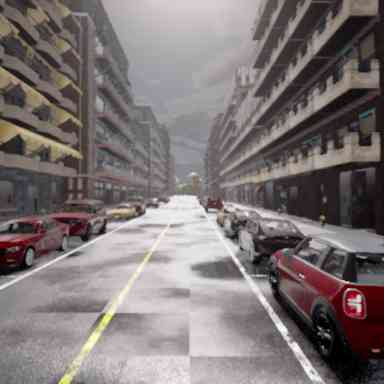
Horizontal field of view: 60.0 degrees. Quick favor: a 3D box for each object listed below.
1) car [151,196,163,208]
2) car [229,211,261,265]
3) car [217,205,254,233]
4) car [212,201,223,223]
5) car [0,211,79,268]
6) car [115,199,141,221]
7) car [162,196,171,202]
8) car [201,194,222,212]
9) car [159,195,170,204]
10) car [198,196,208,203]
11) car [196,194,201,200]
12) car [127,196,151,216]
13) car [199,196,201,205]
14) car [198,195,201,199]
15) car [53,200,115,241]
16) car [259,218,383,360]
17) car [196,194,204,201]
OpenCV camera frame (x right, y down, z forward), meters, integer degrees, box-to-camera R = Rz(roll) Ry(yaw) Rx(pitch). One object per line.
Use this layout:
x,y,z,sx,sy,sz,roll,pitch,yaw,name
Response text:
-5.906,1.667,50.483,1.947,1.339,4.313,1,0,0,car
2.654,1.559,11.513,2.008,1.369,4.403,1,0,0,car
2.629,1.567,17.081,2.008,1.369,4.403,1,0,0,car
2.603,1.551,22.819,1.752,1.417,4.829,1,0,0,car
-5.726,1.581,11.508,1.887,1.381,4.507,1,0,0,car
-5.802,1.587,28.041,1.752,1.417,4.829,1,0,0,car
-6.035,1.735,78.322,1.802,1.307,4.206,1,0,0,car
2.528,1.368,39.353,2.192,1.841,5.009,1,0,0,car
-5.981,1.446,67.186,2.192,1.841,5.009,1,0,0,car
2.371,1.680,72.759,1.947,1.339,4.313,1,0,0,car
2.425,1.408,61.623,2.192,1.841,5.009,1,0,0,car
-5.826,1.387,33.779,2.192,1.841,5.009,1,0,0,car
2.475,1.623,50.488,2.008,1.369,4.403,1,0,0,car
2.449,1.627,56.055,1.887,1.381,4.507,1,0,0,car
-5.749,1.360,17.076,2.192,1.841,5.009,1,0,0,car
2.681,1.440,5.946,1.967,1.590,4.097,1,0,0,car
2.271,1.472,95.032,2.192,1.841,5.009,1,0,0,car
